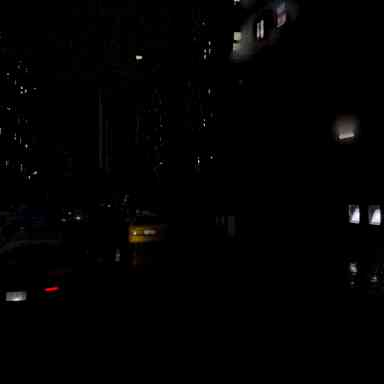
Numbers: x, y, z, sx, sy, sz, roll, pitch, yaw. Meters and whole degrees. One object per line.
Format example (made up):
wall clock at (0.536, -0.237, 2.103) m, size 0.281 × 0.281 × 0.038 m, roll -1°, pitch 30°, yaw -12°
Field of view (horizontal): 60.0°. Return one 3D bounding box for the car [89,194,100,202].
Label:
car at (-23.633, 1.570, 78.436) m, size 2.008 × 1.369 × 4.403 m, roll 1°, pitch 0°, yaw -12°

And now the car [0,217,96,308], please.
car at (-3.314, 1.531, 7.678) m, size 1.812 × 1.442 × 4.674 m, roll 0°, pitch 0°, yaw -12°

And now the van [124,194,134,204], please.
van at (-12.088, 1.359, 63.889) m, size 1.690 × 1.788 × 3.998 m, roll 1°, pitch 0°, yaw -12°

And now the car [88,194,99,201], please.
car at (-24.742, 1.332, 83.864) m, size 2.192 × 1.841 × 5.009 m, roll 1°, pitch 0°, yaw -12°

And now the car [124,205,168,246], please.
car at (-2.101, 1.534, 15.208) m, size 1.752 × 1.417 × 4.829 m, roll 1°, pitch 0°, yaw -12°

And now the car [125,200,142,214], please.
car at (-6.523, 1.599, 36.752) m, size 1.802 × 1.307 × 4.206 m, roll 1°, pitch 0°, yaw -12°

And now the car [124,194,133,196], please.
car at (-10.976, 1.458, 58.462) m, size 1.967 × 1.590 × 4.097 m, roll 1°, pitch 0°, yaw -12°

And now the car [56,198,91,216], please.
car at (-11.611, 1.567, 32.806) m, size 2.033 × 1.411 × 5.357 m, roll 0°, pitch 0°, yaw -11°

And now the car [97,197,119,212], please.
car at (-9.831, 1.583, 39.735) m, size 1.994 × 1.385 × 4.181 m, roll 0°, pitch 0°, yaw -11°

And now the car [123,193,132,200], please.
car at (-17.658, 1.327, 91.027) m, size 2.192 × 1.841 × 5.009 m, roll 1°, pitch 0°, yaw -12°

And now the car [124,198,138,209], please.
car at (-8.750, 1.584, 47.606) m, size 1.947 × 1.339 × 4.313 m, roll 1°, pitch 0°, yaw -12°

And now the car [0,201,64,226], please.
car at (-8.665, 1.491, 18.334) m, size 1.882 × 1.535 × 5.008 m, roll 0°, pitch 0°, yaw -11°

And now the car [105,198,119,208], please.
car at (-11.881, 1.620, 49.521) m, size 1.895 × 1.301 × 4.718 m, roll 0°, pitch 0°, yaw -11°

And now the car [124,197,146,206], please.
car at (-4.292, 1.454, 25.897) m, size 1.967 × 1.590 × 4.097 m, roll 1°, pitch 0°, yaw -12°

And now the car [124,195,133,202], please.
car at (-14.318, 1.457, 74.745) m, size 1.967 × 1.590 × 4.097 m, roll 1°, pitch 0°, yaw -12°
